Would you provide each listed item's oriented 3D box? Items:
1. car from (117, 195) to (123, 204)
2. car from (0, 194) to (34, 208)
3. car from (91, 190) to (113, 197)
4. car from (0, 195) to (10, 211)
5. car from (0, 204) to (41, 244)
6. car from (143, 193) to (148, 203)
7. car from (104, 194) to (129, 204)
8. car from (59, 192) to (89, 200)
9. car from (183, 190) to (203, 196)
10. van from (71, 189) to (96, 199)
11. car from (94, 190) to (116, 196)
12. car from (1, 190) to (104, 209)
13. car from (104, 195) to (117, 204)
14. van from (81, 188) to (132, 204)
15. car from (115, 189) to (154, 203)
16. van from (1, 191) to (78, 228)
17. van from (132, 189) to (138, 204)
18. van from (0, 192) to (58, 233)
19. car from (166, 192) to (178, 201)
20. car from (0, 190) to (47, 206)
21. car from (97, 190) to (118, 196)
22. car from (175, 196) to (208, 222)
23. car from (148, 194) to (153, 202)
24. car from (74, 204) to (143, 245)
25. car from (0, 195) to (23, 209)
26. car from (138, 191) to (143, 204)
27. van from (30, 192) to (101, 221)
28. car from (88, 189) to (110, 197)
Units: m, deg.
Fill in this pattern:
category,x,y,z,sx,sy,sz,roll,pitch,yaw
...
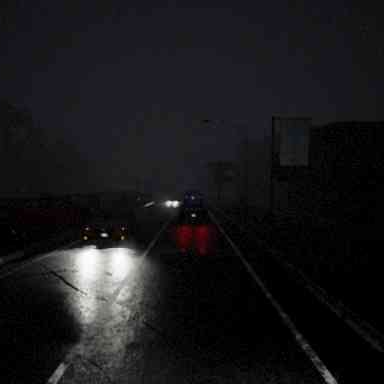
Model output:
category,x,y,z,sx,sy,sz,roll,pitch,yaw
car,-8.951,1.240,29.749,4.674,1.452,2.002,0,1,0
car,-22.040,1.050,40.192,4.892,1.521,2.231,0,1,0
car,-22.106,0.360,81.820,5.008,1.535,2.097,0,1,0
car,-22.224,1.131,34.637,5.366,1.575,1.946,0,1,0
car,-8.925,1.362,12.927,4.892,1.521,2.231,0,1,0
car,-8.978,0.983,46.574,4.674,1.452,2.002,0,1,0
car,-8.986,1.194,32.557,4.792,1.488,2.163,0,1,0
car,-22.046,0.709,62.394,4.792,1.488,2.163,0,1,0
car,0.103,0.761,40.686,2.150,2.045,5.566,0,1,0
van,-22.199,0.362,67.939,4.442,1.987,1.878,0,1,0
car,-22.098,0.317,84.595,4.892,1.521,2.231,0,1,0
car,-8.914,1.036,21.335,5.566,2.045,2.435,0,0,0
car,-8.956,1.232,26.945,4.892,1.521,2.231,0,1,0
van,-9.077,0.897,35.355,4.442,1.987,1.878,0,1,0
car,-8.954,0.598,52.175,5.566,2.045,2.435,0,1,0
van,-9.055,1.086,18.531,4.442,1.987,1.878,0,1,0
van,-8.848,0.856,38.157,4.442,1.987,1.878,0,1,0
van,-9.052,1.111,15.728,4.442,1.987,1.878,0,1,0
car,-3.306,0.780,56.750,2.128,1.511,4.902,0,1,0
car,-22.021,0.752,42.962,5.566,2.045,2.435,0,1,0
car,-22.137,0.301,87.369,4.792,1.488,2.163,0,1,0
car,0.101,1.252,23.526,2.128,1.511,4.902,0,1,0
car,-8.793,0.893,49.376,5.366,1.575,1.946,0,1,0
car,-3.349,1.423,14.652,1.994,1.385,4.181,0,1,0
car,-22.038,1.092,37.414,5.008,1.535,2.097,0,1,0
car,-8.963,1.036,40.967,5.008,1.535,2.097,0,1,0
van,-9.063,1.037,24.135,4.442,1.987,1.878,0,1,0
car,-22.128,0.280,79.042,4.553,1.767,2.185,0,1,0
